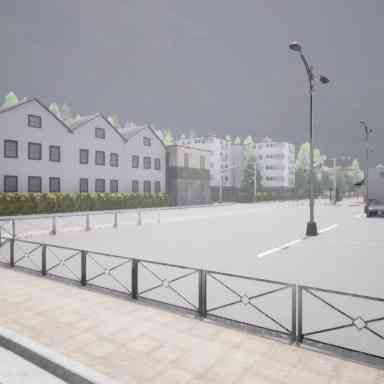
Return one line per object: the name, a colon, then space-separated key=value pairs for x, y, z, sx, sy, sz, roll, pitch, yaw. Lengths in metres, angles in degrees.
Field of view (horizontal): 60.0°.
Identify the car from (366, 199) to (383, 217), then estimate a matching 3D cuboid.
car: x=15.380 y=1.298 z=26.835 sx=2.007 sy=1.523 sz=4.514 roll=0 pitch=0 yaw=35
